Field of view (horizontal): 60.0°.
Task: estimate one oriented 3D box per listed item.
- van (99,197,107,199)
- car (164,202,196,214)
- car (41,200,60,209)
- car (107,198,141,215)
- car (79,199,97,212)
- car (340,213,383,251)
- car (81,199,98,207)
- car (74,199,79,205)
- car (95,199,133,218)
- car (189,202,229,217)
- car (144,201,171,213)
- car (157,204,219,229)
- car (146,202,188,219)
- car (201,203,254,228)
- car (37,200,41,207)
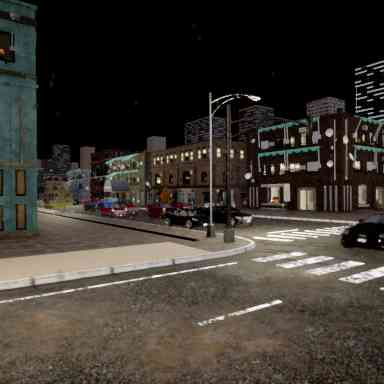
[{"bbox_3d":[-14.270,1.907,58.087,1.690,1.788,3.998,-1,0,-35],"label":"van"},{"bbox_3d":[-1.464,1.904,40.023,1.802,1.307,4.206,-2,0,-35],"label":"car"},{"bbox_3d":[-24.204,2.233,57.618,1.752,1.417,4.829,-1,0,-35],"label":"car"},{"bbox_3d":[-7.821,1.764,39.002,2.097,1.767,4.553,-1,0,-35],"label":"car"},{"bbox_3d":[-13.986,2.078,47.765,2.033,1.411,5.357,-1,0,-35],"label":"car"},{"bbox_3d":[7.764,1.561,13.184,4.181,1.385,1.994,0,0,-35],"label":"car"},{"bbox_3d":[-20.666,2.228,67.120,1.887,1.381,4.507,-1,0,-35],"label":"car"},{"bbox_3d":[-27.066,2.364,76.152,1.947,1.339,4.313,-1,0,-35],"label":"car"},{"bbox_3d":[-8.304,1.846,35.175,1.967,1.590,4.097,-1,0,-35],"label":"car"},{"bbox_3d":[1.736,1.810,35.506,2.008,1.369,4.403,-2,0,-35],"label":"car"},{"bbox_3d":[-4.663,1.966,44.539,1.802,1.307,4.206,-2,0,-35],"label":"car"},{"bbox_3d":[-0.377,1.814,23.783,1.947,1.339,4.313,-1,0,-35],"label":"car"},{"bbox_3d":[-2.662,1.875,31.719,1.994,1.385,4.181,-1,0,-35],"label":"car"},{"bbox_3d":[2.451,1.735,24.506,1.812,1.442,4.674,-1,0,-37],"label":"car"},{"bbox_3d":[-30.703,2.376,66.790,2.008,1.369,4.403,-1,0,-35],"label":"car"}]
